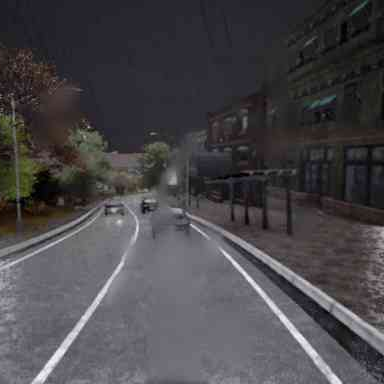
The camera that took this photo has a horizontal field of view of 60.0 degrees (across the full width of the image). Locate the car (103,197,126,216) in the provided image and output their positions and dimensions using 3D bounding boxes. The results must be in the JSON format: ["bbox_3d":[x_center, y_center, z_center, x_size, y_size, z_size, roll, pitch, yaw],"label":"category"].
[{"bbox_3d":[-7.700,1.549,33.109,2.128,1.511,4.902,-1,0,-12],"label":"car"}]

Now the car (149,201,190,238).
[{"bbox_3d":[-1.204,1.475,17.663,1.837,1.490,4.892,-1,0,-7],"label":"car"}]

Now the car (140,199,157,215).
[{"bbox_3d":[-4.543,1.452,35.809,1.882,1.535,5.008,-1,0,-12],"label":"car"}]

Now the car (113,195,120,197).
[{"bbox_3d":[-16.651,1.549,73.528,1.837,1.490,4.892,-1,0,-13],"label":"car"}]
